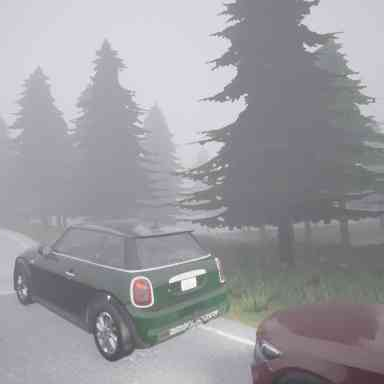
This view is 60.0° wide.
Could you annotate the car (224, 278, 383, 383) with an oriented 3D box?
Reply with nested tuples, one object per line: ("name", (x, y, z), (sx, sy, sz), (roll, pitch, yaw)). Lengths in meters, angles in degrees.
("car", (2.757, 1.532, 2.592), (4.674, 1.442, 1.812), (1, 0, 36))

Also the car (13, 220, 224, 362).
("car", (-1.576, 1.309, 6.208), (4.553, 1.767, 2.097), (1, 1, 44))
